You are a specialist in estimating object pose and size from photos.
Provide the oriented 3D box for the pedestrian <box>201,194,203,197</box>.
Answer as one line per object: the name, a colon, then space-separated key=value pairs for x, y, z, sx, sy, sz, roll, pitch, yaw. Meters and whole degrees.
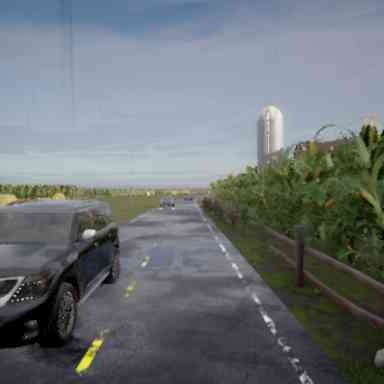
pedestrian: x=2.023 y=1.190 z=67.451 sx=0.375 sy=1.860 sz=0.375 roll=-1 pitch=1 yaw=-3

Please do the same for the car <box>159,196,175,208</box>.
car: x=-3.475 y=1.292 z=47.090 sx=2.097 sy=1.767 sz=4.553 roll=0 pitch=0 yaw=0

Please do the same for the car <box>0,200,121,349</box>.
car: x=-2.911 y=1.213 z=6.631 sx=2.150 sy=2.045 sz=5.566 roll=0 pitch=0 yaw=-1

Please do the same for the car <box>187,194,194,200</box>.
car: x=-0.411 y=1.213 z=89.517 sx=1.837 sy=1.490 sz=4.892 roll=0 pitch=0 yaw=2

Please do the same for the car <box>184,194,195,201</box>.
car: x=-0.745 y=1.304 z=74.117 sx=1.994 sy=1.385 sz=4.181 roll=0 pitch=0 yaw=1
